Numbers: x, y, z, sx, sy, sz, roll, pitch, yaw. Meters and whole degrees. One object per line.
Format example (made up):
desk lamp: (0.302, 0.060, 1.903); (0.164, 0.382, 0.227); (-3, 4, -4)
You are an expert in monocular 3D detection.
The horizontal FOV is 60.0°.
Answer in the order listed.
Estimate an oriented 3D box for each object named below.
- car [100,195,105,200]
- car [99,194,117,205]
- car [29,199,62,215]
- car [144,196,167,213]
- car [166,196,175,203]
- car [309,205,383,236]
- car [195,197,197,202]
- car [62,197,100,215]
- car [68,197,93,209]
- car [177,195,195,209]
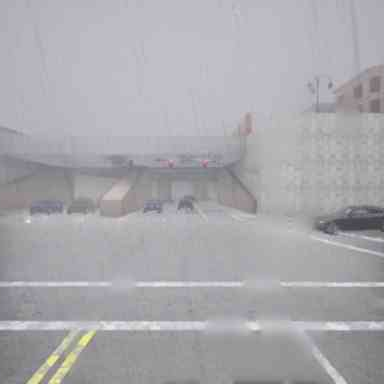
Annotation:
car: (-11.550, 1.322, 44.345); (2.097, 1.767, 4.553); (0, 0, -1)
car: (-15.315, 1.312, 60.593); (2.097, 1.767, 4.553); (0, 0, 0)
car: (-14.798, 1.454, 34.049); (1.882, 1.535, 5.008); (0, 0, -1)
car: (-4.190, 1.523, 36.855); (2.033, 1.411, 5.357); (0, 0, -1)
car: (-4.653, 1.481, 65.749); (1.812, 1.442, 4.674); (0, 0, 7)
car: (8.774, 1.466, 17.923); (4.674, 1.442, 1.812); (-2, 1, 2)
car: (-0.301, 1.431, 69.381); (1.882, 1.535, 5.008); (0, 0, 14)
car: (-11.300, 1.481, 34.162); (1.837, 1.490, 4.892); (0, 0, -1)
car: (-15.076, 1.474, 45.389); (1.837, 1.490, 4.892); (0, 0, -1)
car: (-0.847, 1.496, 43.842); (1.812, 1.442, 4.674); (0, 0, -1)
